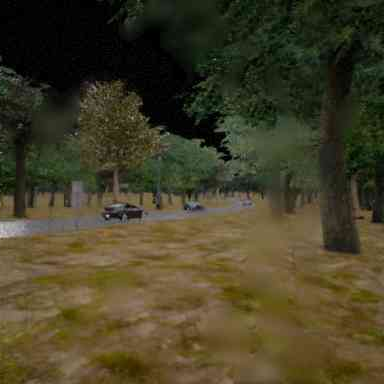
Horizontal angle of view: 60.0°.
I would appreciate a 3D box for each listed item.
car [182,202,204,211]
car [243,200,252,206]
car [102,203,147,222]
[{"bbox_3d":[0.279,2.241,51.928,2.033,1.411,5.357,2,-1,20],"label":"car"},{"bbox_3d":[15.226,3.065,91.781,1.994,1.385,4.181,2,-1,13],"label":"car"},{"bbox_3d":[-5.746,1.697,28.682,1.837,1.490,4.892,2,-1,24],"label":"car"}]
